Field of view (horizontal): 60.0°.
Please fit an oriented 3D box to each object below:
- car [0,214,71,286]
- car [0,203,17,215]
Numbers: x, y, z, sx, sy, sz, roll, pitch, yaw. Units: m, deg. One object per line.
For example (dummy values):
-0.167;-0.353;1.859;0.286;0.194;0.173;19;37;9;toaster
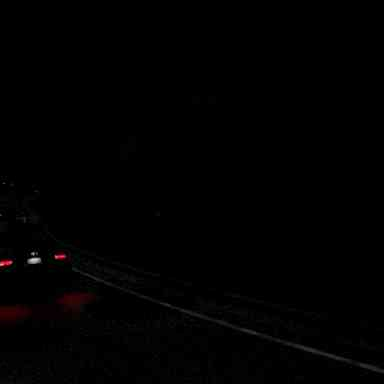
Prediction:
-5.117;1.598;9.393;2.033;1.411;5.357;0;0;-39;car
-15.571;1.618;27.285;1.882;1.535;5.008;0;0;-28;car
